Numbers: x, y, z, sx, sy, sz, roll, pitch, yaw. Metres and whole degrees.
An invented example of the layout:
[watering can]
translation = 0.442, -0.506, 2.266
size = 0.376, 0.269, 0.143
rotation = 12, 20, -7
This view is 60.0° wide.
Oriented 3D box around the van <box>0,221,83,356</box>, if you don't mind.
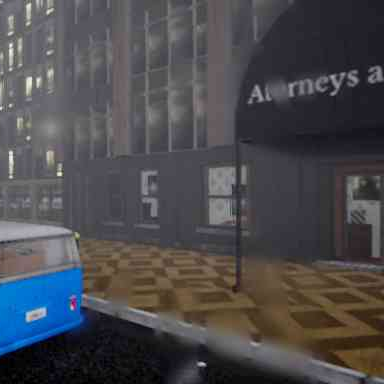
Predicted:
[van]
translation = -3.526, 1.359, 5.392
size = 3.998, 1.788, 1.690
rotation = 0, 0, 36
